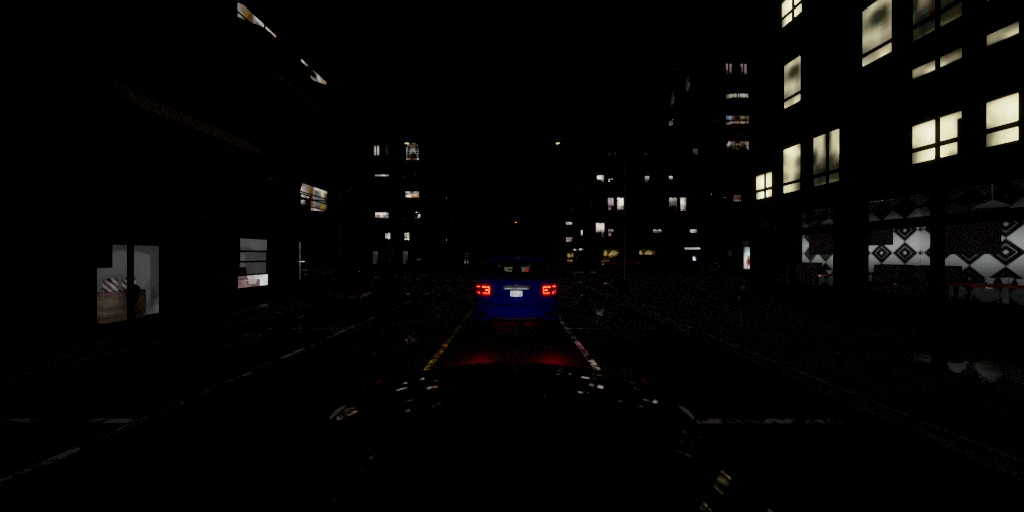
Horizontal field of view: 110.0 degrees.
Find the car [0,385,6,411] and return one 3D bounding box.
[{"bbox_3d":[-5.690,1.300,1.512,2.007,1.370,4.403,0,0,0],"label":"car"}]

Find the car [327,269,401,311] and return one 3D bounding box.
[{"bbox_3d":[-5.729,1.332,14.429,1.802,1.307,4.207,0,0,0],"label":"car"}]

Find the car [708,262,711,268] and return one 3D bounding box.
[{"bbox_3d":[25.702,0.824,42.859,4.207,1.307,1.802,0,0,0],"label":"car"}]

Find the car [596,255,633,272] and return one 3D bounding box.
[{"bbox_3d":[11.810,0.859,40.158,4.553,1.767,2.097,-1,0,0],"label":"car"}]

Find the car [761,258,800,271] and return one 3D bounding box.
[{"bbox_3d":[25.831,0.822,34.479,4.313,1.339,1.948,0,0,0],"label":"car"}]

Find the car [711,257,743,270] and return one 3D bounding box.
[{"bbox_3d":[25.497,0.851,40.264,4.718,1.301,1.895,-1,0,0],"label":"car"}]

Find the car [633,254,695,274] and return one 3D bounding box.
[{"bbox_3d":[14.738,0.778,34.392,5.009,1.841,2.192,0,0,0],"label":"car"}]

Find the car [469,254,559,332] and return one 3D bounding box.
[{"bbox_3d":[0.106,0.971,11.021,2.150,2.045,5.566,0,0,0],"label":"car"}]
